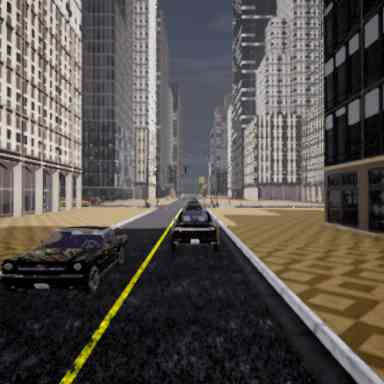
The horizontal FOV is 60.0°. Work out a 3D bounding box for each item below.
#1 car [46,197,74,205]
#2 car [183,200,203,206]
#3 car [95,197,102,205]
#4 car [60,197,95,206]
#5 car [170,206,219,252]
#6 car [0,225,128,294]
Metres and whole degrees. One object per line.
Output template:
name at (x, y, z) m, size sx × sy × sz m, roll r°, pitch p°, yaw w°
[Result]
car at (-24.862, 1.688, 62.613) m, size 4.403 × 1.369 × 2.008 m, roll 0°, pitch -1°, yaw -1°
car at (0.112, 1.645, 34.912) m, size 1.837 × 1.490 × 4.892 m, roll 0°, pitch 0°, yaw 0°
car at (-19.185, 1.611, 62.736) m, size 4.097 × 1.590 × 1.967 m, roll 0°, pitch -1°, yaw -1°
car at (-18.877, 1.632, 54.099) m, size 4.829 × 1.417 × 1.752 m, roll 0°, pitch -1°, yaw -1°
car at (0.106, 1.549, 14.240) m, size 2.128 × 1.511 × 4.902 m, roll 0°, pitch 0°, yaw 0°
car at (-3.090, 1.638, 9.049) m, size 1.895 × 1.301 × 4.718 m, roll 0°, pitch 0°, yaw 0°
